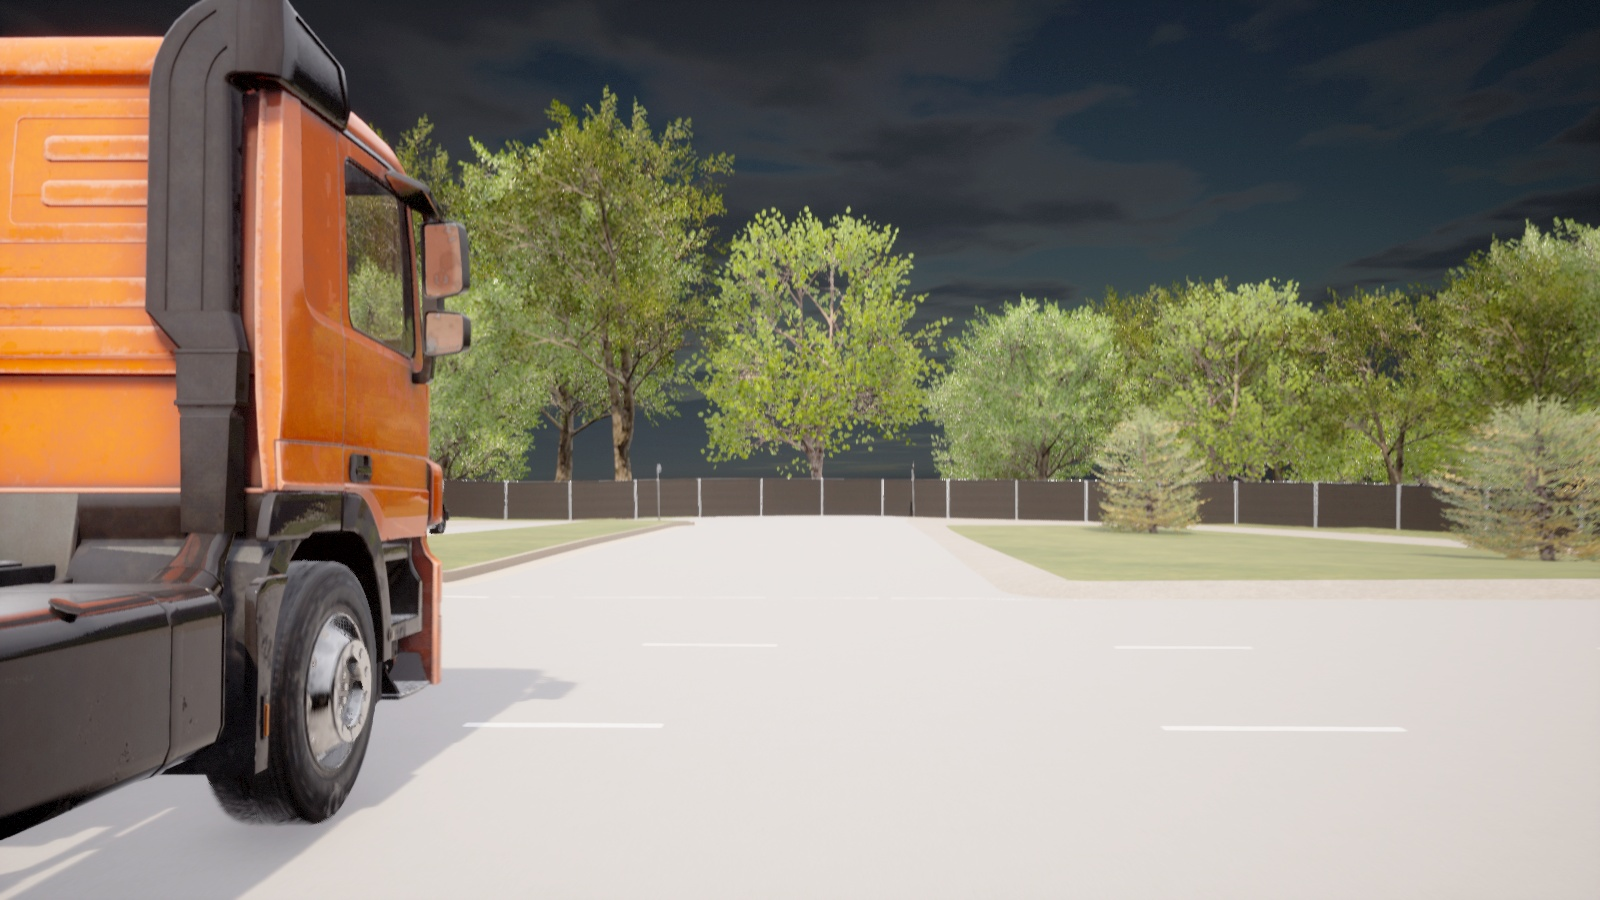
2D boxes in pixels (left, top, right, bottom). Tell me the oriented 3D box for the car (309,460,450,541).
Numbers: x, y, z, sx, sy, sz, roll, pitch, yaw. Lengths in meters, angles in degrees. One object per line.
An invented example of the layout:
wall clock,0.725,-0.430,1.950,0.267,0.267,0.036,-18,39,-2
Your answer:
car,-10.494,1.270,31.707,1.932,1.855,4.605,-1,-2,1

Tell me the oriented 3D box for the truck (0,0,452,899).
truck,-3.499,-0.168,3.280,2.891,3.462,7.936,0,-2,0
